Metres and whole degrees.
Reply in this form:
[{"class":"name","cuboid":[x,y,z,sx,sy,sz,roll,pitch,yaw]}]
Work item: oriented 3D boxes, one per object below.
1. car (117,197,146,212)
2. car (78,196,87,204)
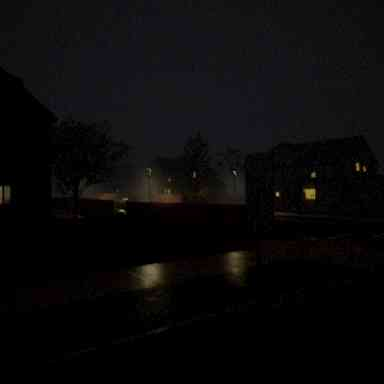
[{"class":"car","cuboid":[-6.039,1.281,33.996,2.128,1.511,4.902,-1,1,-36]},{"class":"car","cuboid":[-16.468,1.332,48.528,1.994,1.385,4.181,-1,1,-36]}]
